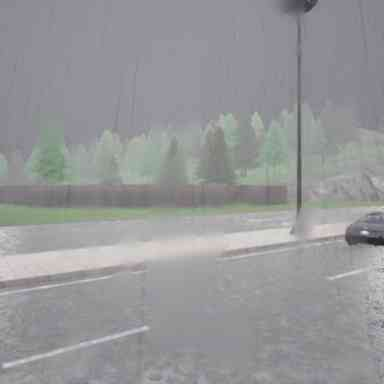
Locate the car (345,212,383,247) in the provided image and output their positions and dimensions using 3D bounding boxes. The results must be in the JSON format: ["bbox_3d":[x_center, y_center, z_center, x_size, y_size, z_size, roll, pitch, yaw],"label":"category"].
[{"bbox_3d":[8.350,1.541,14.067,4.181,1.385,1.994,0,0,-35],"label":"car"}]
